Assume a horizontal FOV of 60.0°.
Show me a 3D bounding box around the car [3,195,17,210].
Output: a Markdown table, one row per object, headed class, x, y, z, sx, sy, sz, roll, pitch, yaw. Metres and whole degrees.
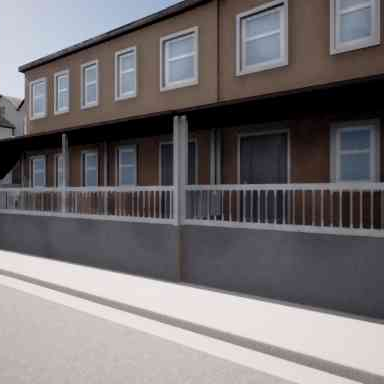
| class | x | y | z | sx | sy | sz | roll | pitch | yaw |
| --- | --- | --- | --- | --- | --- | --- | --- | --- | --- |
| car | -15.560 | 1.057 | 28.146 | 1.994 | 1.385 | 4.181 | 0 | 14 | 35 |
